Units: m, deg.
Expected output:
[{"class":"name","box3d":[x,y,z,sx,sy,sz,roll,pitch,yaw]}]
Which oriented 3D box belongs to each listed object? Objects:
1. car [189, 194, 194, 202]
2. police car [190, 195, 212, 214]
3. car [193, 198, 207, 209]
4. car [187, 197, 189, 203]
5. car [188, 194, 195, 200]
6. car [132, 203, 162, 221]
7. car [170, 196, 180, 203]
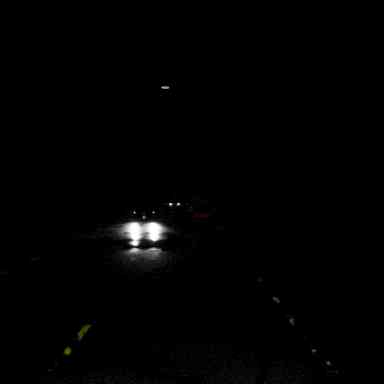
[{"class":"car","box3d":[1.035,1.351,51.572,2.097,1.767,4.553,0,0,0]},{"class":"police car","box3d":[1.040,1.421,35.709,1.930,1.638,5.238,0,0,0]},{"class":"car","box3d":[1.037,1.524,45.601,1.812,1.442,4.674,0,0,0]},{"class":"car","box3d":[-0.020,1.480,69.790,1.882,1.535,5.008,0,0,0]},{"class":"car","box3d":[-0.027,1.384,91.201,1.837,1.490,4.892,0,0,0]},{"class":"car","box3d":[-3.608,1.595,27.190,1.895,1.301,4.718,0,0,0]},{"class":"car","box3d":[-3.520,1.478,68.377,1.882,1.535,5.008,0,0,0]}]
